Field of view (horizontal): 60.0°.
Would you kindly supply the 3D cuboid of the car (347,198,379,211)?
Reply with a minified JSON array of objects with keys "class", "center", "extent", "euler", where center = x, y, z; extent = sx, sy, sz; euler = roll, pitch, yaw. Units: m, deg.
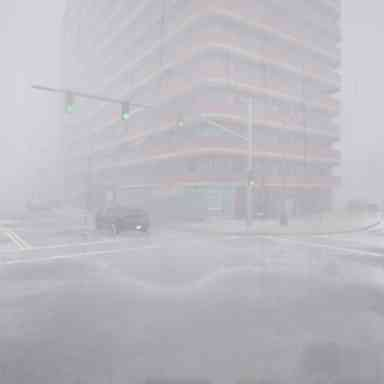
[{"class":"car","center":[21.029,1.468,41.019],"extent":[1.882,1.535,5.008],"euler":[0,0,0]}]

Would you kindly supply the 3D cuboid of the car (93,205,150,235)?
[{"class":"car","center":[-4.088,1.514,18.870],"extent":[1.837,1.490,4.892],"euler":[0,0,-35]}]

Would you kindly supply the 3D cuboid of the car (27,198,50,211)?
[{"class":"car","center":[-18.272,1.491,39.393],"extent":[1.812,1.442,4.674],"euler":[0,0,-35]}]
